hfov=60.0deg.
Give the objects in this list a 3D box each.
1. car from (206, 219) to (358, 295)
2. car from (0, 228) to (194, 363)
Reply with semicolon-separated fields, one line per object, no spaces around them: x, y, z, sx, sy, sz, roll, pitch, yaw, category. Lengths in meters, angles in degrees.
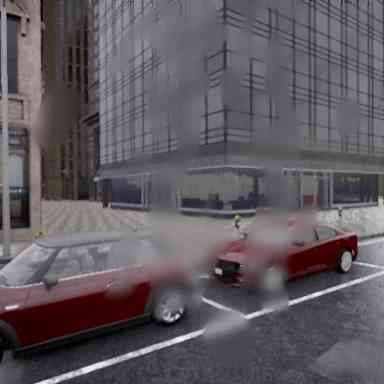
2.407;1.413;8.427;4.507;1.381;1.887;-1;1;-35;car
-2.056;1.416;5.281;4.097;1.590;1.967;-1;1;-35;car
